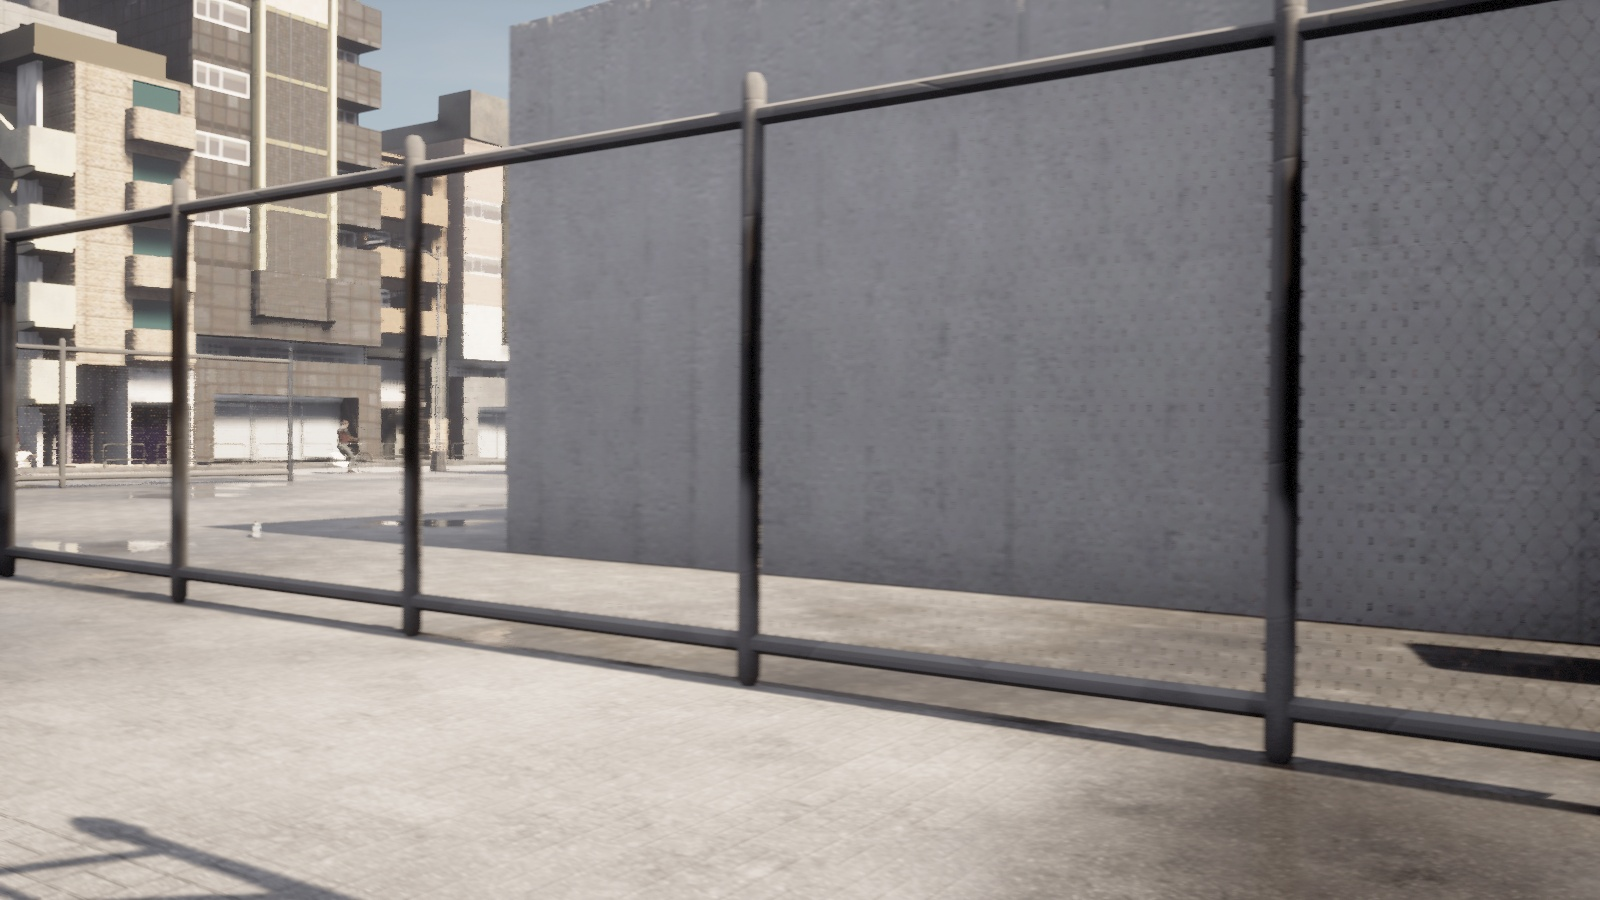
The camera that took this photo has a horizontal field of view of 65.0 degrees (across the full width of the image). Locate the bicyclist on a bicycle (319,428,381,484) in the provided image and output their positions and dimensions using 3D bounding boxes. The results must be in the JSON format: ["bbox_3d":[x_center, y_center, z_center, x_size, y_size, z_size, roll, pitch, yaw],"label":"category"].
[{"bbox_3d":[-14.670,0.175,40.997,0.659,1.776,1.843,0,1,34],"label":"bicyclist on a bicycle"}]

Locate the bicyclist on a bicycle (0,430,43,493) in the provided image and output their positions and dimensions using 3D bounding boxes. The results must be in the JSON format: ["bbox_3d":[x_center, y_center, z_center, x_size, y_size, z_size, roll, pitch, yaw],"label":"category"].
[{"bbox_3d":[-22.817,0.318,35.928,0.659,1.776,1.843,0,1,33],"label":"bicyclist on a bicycle"}]
